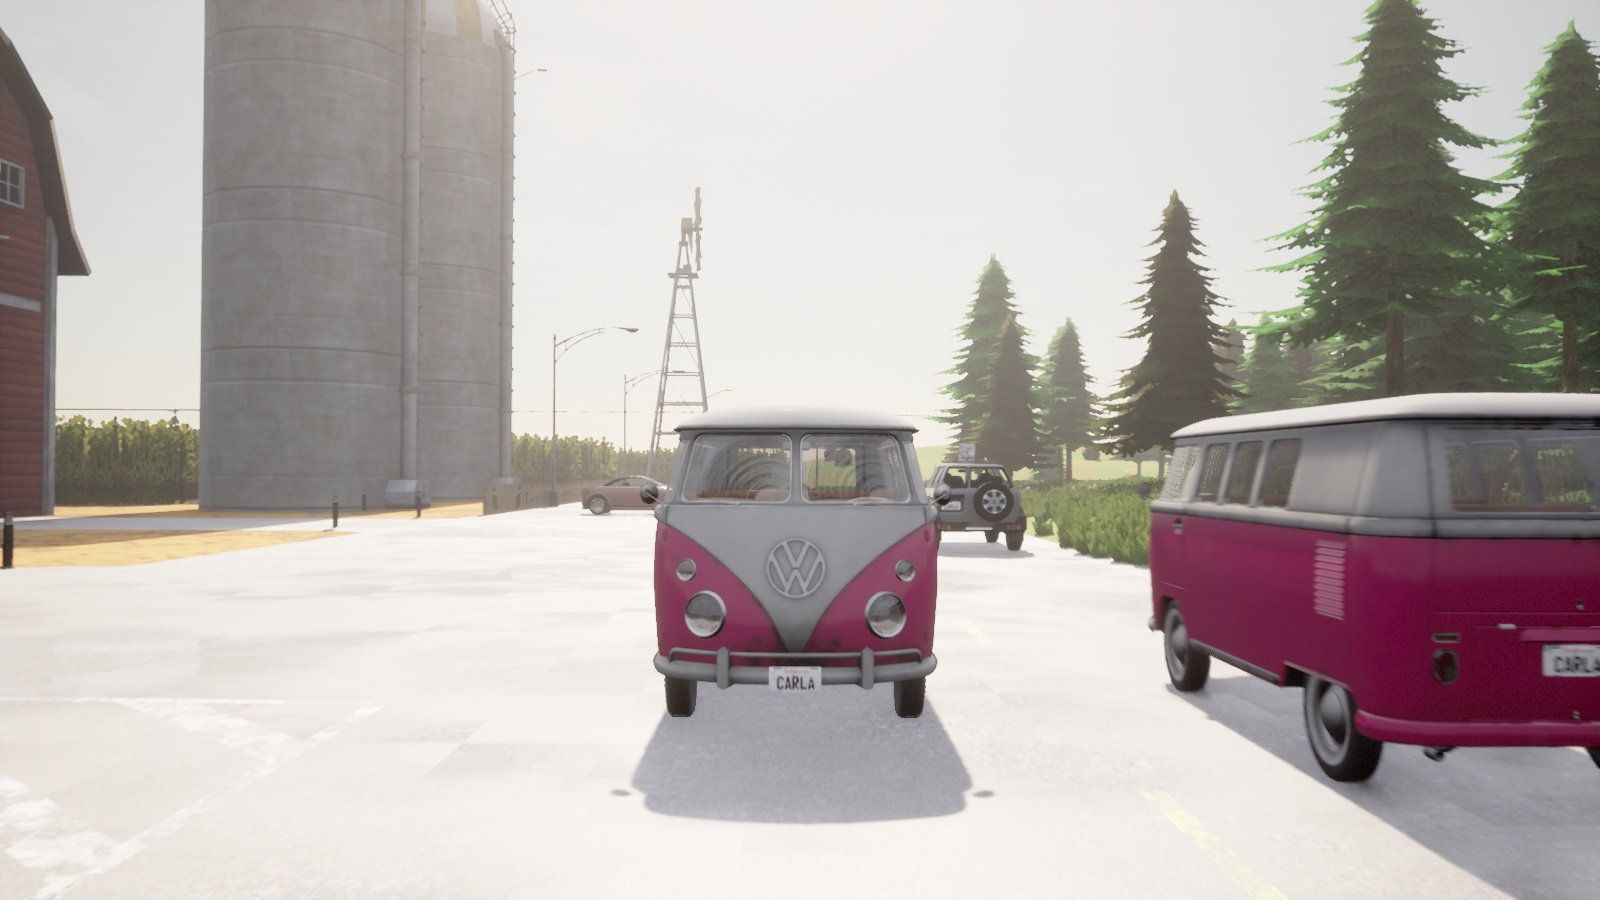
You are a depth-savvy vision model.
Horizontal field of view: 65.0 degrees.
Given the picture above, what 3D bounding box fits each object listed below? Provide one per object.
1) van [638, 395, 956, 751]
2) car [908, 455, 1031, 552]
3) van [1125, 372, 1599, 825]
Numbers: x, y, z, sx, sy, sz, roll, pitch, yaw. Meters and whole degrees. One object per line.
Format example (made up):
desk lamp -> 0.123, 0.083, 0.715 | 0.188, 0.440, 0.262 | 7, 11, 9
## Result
van -> -0.024, 0.725, 9.260 | 1.775, 1.987, 4.442 | 0, -1, 0
car -> 3.434, 1.065, 26.306 | 1.932, 1.855, 4.605 | 0, -1, 0
van -> 3.480, 0.686, 7.751 | 1.775, 1.987, 4.442 | 0, -1, 0
